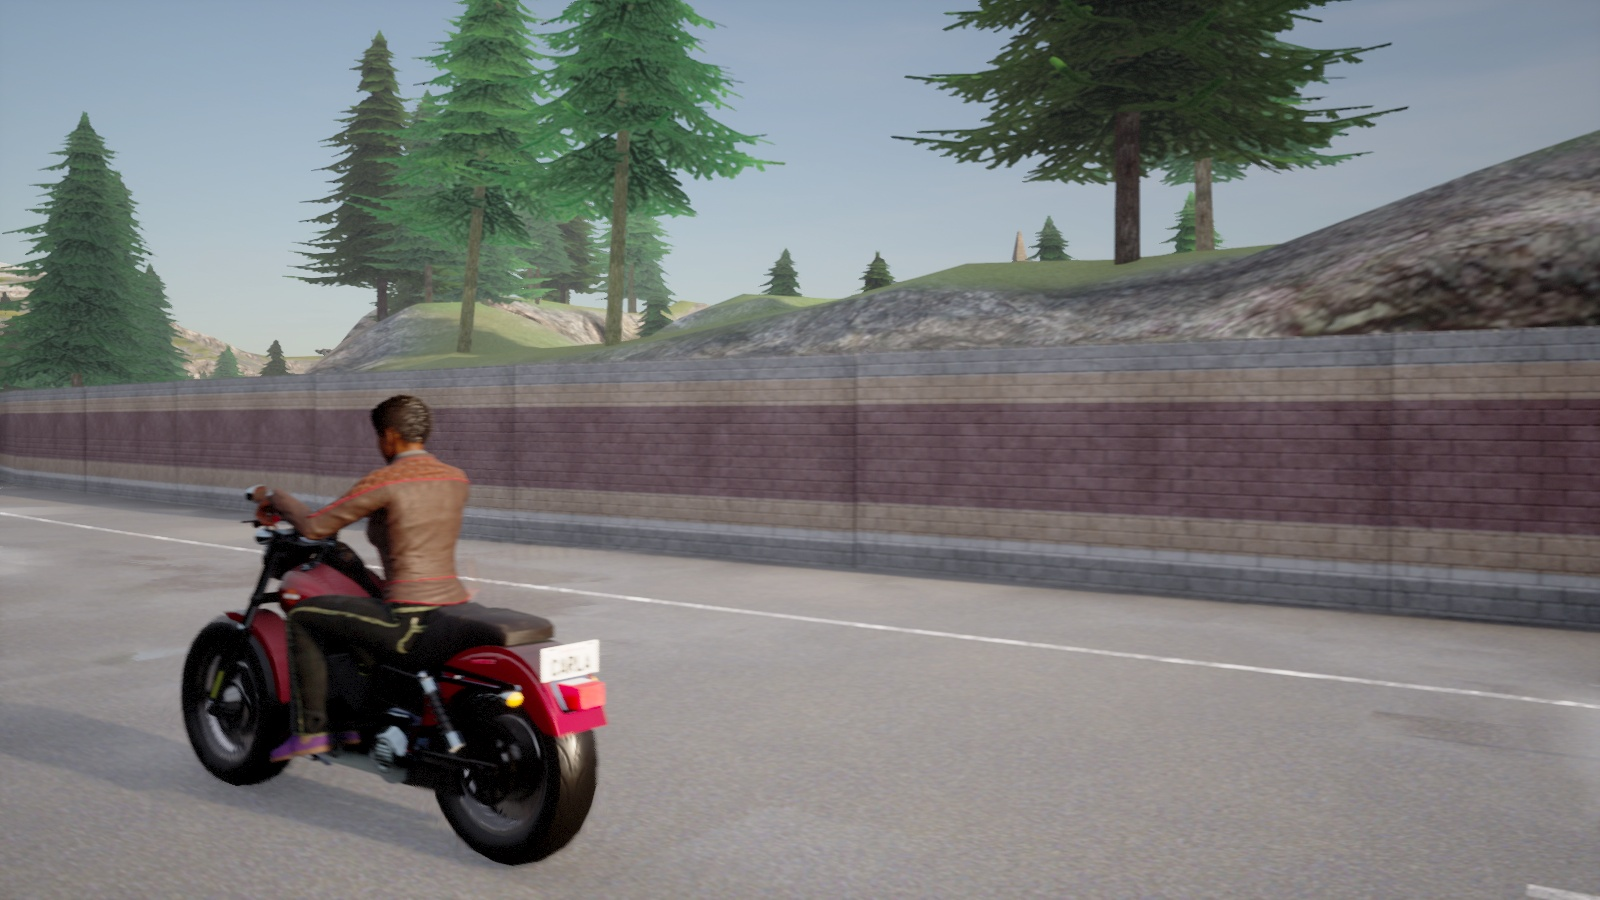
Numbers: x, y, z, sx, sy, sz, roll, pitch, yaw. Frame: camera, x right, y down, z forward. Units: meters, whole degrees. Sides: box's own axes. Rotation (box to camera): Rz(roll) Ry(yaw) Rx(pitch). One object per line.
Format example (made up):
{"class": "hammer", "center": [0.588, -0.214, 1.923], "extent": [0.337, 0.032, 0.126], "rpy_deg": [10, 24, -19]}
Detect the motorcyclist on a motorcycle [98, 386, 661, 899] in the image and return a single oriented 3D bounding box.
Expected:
{"class": "motorcyclist on a motorcycle", "center": [-1.682, 0.631, 4.789], "extent": [2.350, 1.649, 0.766], "rpy_deg": [0, 0, 35]}
